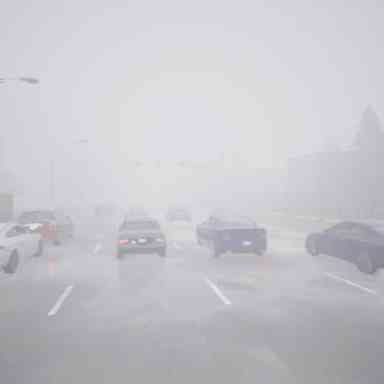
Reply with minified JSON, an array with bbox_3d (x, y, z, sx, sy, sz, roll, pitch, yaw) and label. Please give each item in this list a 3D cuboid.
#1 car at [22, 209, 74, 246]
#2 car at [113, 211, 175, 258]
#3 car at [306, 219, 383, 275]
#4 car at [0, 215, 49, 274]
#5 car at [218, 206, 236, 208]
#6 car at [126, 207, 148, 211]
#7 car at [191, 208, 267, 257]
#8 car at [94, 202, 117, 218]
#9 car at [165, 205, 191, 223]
[{"bbox_3d":[-7.390,1.630,16.866,2.097,1.767,4.553,0,-1,-10],"label":"car"},{"bbox_3d":[-2.128,1.739,13.778,2.033,1.411,5.357,0,-1,-10],"label":"car"},{"bbox_3d":[5.506,1.611,10.786,1.812,1.442,4.674,0,-1,-10],"label":"car"},{"bbox_3d":[-6.354,1.722,10.985,1.812,1.442,4.674,0,-1,-10],"label":"car"},{"bbox_3d":[2.734,1.854,26.574,2.033,1.411,5.357,0,-1,-10],"label":"car"},{"bbox_3d":[-4.779,1.968,28.884,1.994,1.385,4.181,0,-1,-10],"label":"car"},{"bbox_3d":[1.435,1.637,13.750,1.882,1.535,5.008,0,-1,-10],"label":"car"},{"bbox_3d":[-9.985,2.069,37.935,1.837,1.490,4.892,0,-1,-9],"label":"car"},{"bbox_3d":[-1.256,1.865,29.052,2.128,1.511,4.902,0,-1,-10],"label":"car"}]
